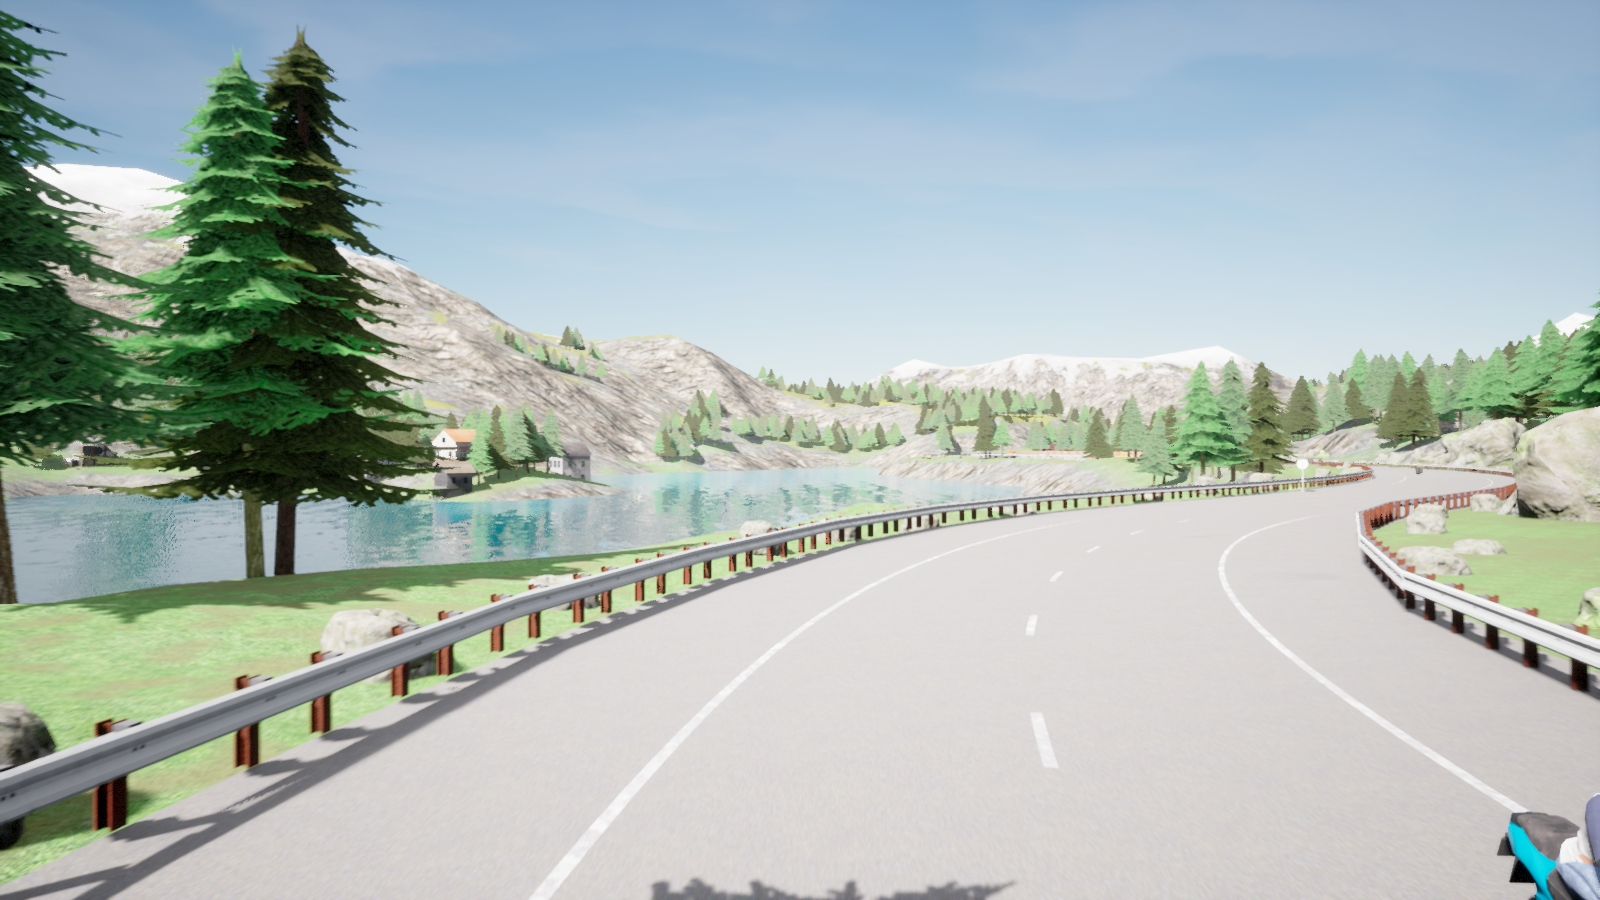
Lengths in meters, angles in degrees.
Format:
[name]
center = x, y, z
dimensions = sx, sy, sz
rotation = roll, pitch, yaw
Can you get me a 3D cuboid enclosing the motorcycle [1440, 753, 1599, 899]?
[motorcycle]
center = 3.629, 2.177, 4.853
dimensions = 0.803, 1.217, 2.033
rotation = 0, 0, 4
